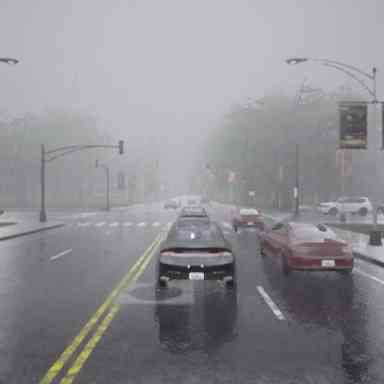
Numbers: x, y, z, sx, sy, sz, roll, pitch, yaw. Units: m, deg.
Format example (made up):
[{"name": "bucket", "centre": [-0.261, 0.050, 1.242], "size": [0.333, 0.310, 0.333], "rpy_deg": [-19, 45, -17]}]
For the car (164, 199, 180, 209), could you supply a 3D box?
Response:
[{"name": "car", "centre": [-3.378, 2.017, 53.344], "size": [2.033, 1.411, 5.357], "rpy_deg": [0, -1, 0]}]

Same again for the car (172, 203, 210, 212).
[{"name": "car", "centre": [0.088, 1.642, 20.224], "size": [2.128, 1.511, 4.902], "rpy_deg": [0, 0, 0]}]

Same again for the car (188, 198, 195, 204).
[{"name": "car", "centre": [-0.058, 2.488, 92.586], "size": [1.994, 1.385, 4.181], "rpy_deg": [0, -1, 0]}]

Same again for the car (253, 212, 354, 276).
[{"name": "car", "centre": [3.339, 1.593, 10.461], "size": [1.812, 1.442, 4.674], "rpy_deg": [0, 0, 0]}]

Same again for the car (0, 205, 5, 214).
[{"name": "car", "centre": [-20.159, 1.395, 30.173], "size": [5.566, 2.045, 2.150], "rpy_deg": [0, 0, -1]}]

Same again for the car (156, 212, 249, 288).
[{"name": "car", "centre": [0.094, 1.553, 9.363], "size": [2.128, 1.511, 4.902], "rpy_deg": [0, 0, 0]}]

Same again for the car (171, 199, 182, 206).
[{"name": "car", "centre": [-3.295, 2.260, 73.106], "size": [2.128, 1.511, 4.902], "rpy_deg": [0, -1, 0]}]

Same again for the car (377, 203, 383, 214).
[{"name": "car", "centre": [23.973, 1.924, 40.479], "size": [5.008, 1.535, 1.882], "rpy_deg": [0, 0, 0]}]

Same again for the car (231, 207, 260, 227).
[{"name": "car", "centre": [3.569, 1.688, 21.688], "size": [1.812, 1.442, 4.674], "rpy_deg": [0, 0, 4]}]

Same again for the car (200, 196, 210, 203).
[{"name": "car", "centre": [3.200, 2.107, 82.203], "size": [2.150, 2.045, 5.566], "rpy_deg": [0, -1, 0]}]

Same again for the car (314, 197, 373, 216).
[{"name": "car", "centre": [17.084, 1.609, 37.178], "size": [5.566, 2.045, 2.150], "rpy_deg": [0, 0, -1]}]

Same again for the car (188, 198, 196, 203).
[{"name": "car", "centre": [-0.050, 2.357, 82.133], "size": [1.882, 1.535, 5.008], "rpy_deg": [0, -1, 0]}]

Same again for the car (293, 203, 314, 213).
[{"name": "car", "centre": [14.841, 2.001, 40.400], "size": [4.718, 1.301, 1.895], "rpy_deg": [0, 0, 0]}]

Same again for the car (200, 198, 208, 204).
[{"name": "car", "centre": [3.192, 2.476, 92.588], "size": [2.033, 1.411, 5.357], "rpy_deg": [0, -1, 0]}]
